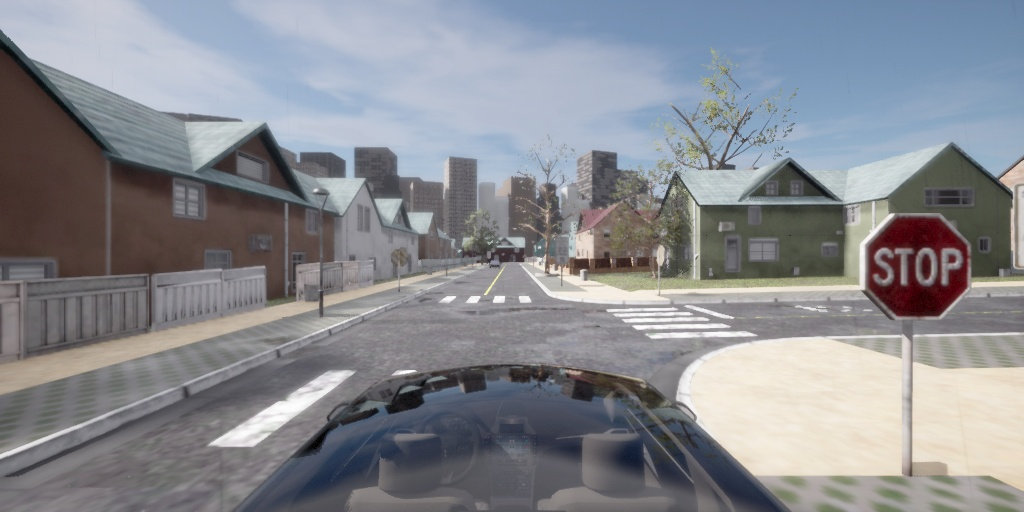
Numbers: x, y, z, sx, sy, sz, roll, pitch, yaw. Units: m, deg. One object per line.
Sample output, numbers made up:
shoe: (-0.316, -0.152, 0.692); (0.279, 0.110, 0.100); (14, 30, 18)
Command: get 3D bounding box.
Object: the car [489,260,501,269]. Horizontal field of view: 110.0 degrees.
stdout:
car: (-2.750, 1.368, 58.713); (2.033, 1.411, 5.357); (0, 0, 0)
